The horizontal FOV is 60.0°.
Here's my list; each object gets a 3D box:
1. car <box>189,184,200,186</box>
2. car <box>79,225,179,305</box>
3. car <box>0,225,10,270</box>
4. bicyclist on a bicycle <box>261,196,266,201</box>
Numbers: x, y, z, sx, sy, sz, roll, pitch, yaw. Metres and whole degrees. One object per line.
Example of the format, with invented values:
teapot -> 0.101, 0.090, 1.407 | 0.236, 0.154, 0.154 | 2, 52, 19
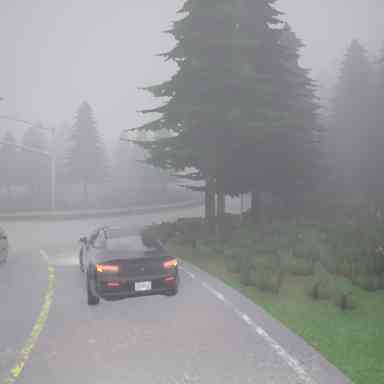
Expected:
car -> 0.517, -1.747, 69.759 | 1.994, 1.385, 4.181 | 0, 5, -5
car -> -1.691, 1.526, 8.139 | 1.812, 1.442, 4.674 | 0, 0, -21
car -> -6.018, 1.491, 8.786 | 2.128, 1.511, 4.902 | 0, 0, -24
bicyclist on a bicycle -> 6.284, 0.894, 30.423 | 1.656, 1.620, 0.582 | -13, -4, 35
